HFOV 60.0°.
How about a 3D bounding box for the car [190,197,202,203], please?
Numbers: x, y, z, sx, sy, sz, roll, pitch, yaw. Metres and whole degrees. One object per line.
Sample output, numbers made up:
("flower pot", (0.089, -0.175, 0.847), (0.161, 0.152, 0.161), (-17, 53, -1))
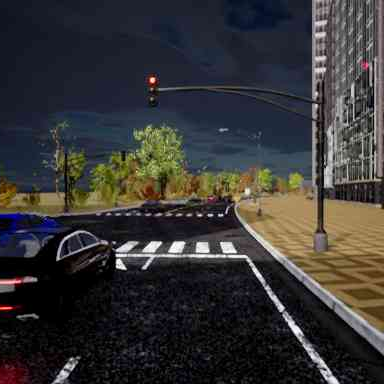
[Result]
("car", (0.728, 1.646, 69.837), (1.895, 1.301, 4.718), (0, 0, 11))

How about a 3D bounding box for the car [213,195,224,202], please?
("car", (6.379, 1.543, 80.528), (1.882, 1.535, 5.008), (0, 0, 14))

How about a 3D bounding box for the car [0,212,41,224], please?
("car", (-6.310, 1.483, 11.215), (1.882, 1.535, 5.008), (0, 0, 3))

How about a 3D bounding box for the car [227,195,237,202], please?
("car", (9.673, 1.546, 80.337), (1.882, 1.535, 5.008), (0, 0, 14))

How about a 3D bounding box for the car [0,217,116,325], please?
("car", (-2.988, 1.495, 7.091), (2.128, 1.511, 4.902), (0, 0, 1))

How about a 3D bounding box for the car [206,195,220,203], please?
("car", (4.416, 1.408, 71.136), (2.097, 1.767, 4.553), (0, 0, 12))

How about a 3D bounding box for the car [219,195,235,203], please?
("car", (7.533, 1.534, 70.081), (1.882, 1.535, 5.008), (0, 0, 12))

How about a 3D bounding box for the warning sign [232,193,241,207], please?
("warning sign", (6.491, 1.151, 48.186), (1.300, 1.860, 1.060), (0, 0, 8))

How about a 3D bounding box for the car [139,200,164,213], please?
("car", (-4.410, 1.569, 36.969), (2.033, 1.411, 5.357), (0, 0, 6))

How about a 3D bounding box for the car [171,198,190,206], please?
("car", (-2.064, 1.637, 54.561), (1.895, 1.301, 4.718), (0, 0, 9))
